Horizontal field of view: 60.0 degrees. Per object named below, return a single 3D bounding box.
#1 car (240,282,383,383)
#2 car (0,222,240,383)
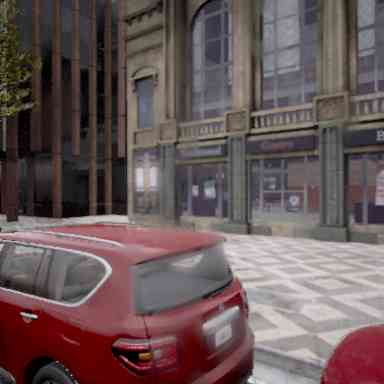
[{"bbox_3d":[2.916,1.308,0.998,5.009,1.841,2.192,0,0,36],"label":"car"},{"bbox_3d":[-1.672,1.327,4.277,5.009,1.841,2.192,0,0,36],"label":"car"}]
